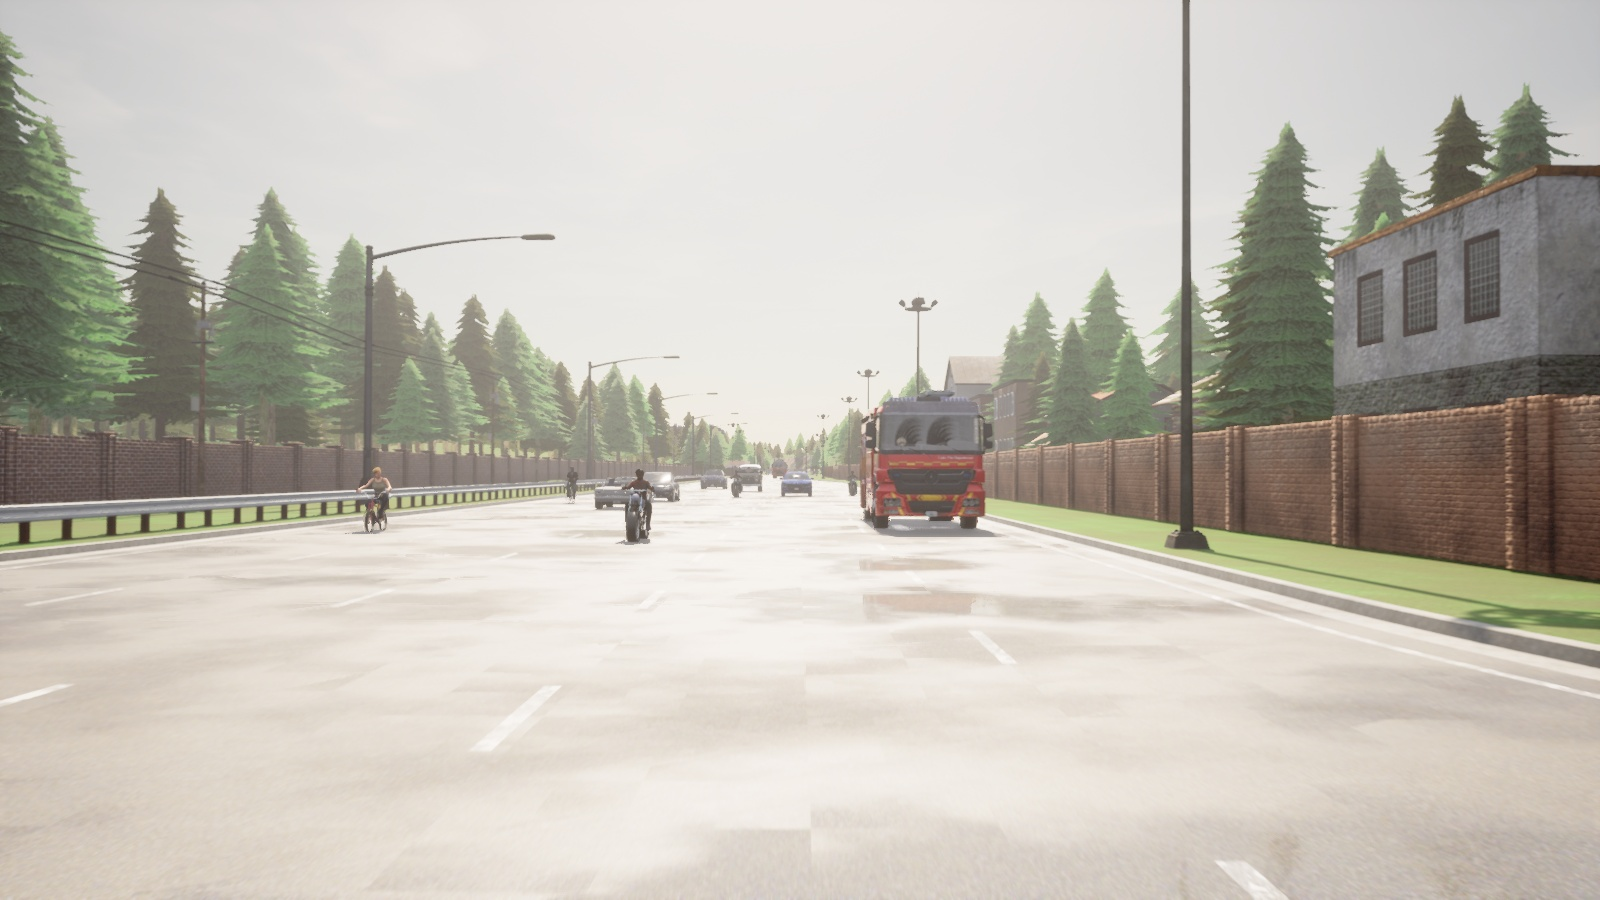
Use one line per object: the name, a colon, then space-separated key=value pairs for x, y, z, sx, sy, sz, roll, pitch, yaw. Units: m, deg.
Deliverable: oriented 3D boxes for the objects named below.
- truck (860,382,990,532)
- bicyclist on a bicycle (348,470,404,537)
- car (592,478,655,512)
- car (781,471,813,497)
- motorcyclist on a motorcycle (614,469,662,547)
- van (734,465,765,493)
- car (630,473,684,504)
truck: x=3.406 y=0.246 z=36.446 sx=2.891 sy=3.827 sz=8.468 roll=0 pitch=-1 yaw=0
bicyclist on a bicycle: x=-10.573 y=1.319 z=31.364 sx=0.866 sy=1.612 sz=1.509 roll=0 pitch=-1 yaw=0
car: x=-7.127 y=1.799 z=51.077 sx=1.895 sy=1.301 sz=4.718 roll=0 pitch=-1 yaw=0
car: x=-0.191 y=2.083 z=77.060 sx=1.882 sy=1.535 sz=5.008 roll=0 pitch=-1 yaw=0
motorcyclist on a motorcycle: x=-3.569 y=1.245 z=27.817 sx=0.766 sy=1.649 sz=2.350 roll=0 pitch=-1 yaw=0
van: x=-3.723 y=2.125 z=93.883 sx=2.069 sy=2.038 sz=4.480 roll=0 pitch=-1 yaw=1
car: x=-7.157 y=1.902 z=63.228 sx=2.163 sy=1.488 sz=4.792 roll=0 pitch=-1 yaw=0
